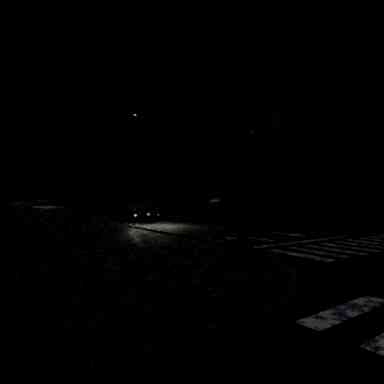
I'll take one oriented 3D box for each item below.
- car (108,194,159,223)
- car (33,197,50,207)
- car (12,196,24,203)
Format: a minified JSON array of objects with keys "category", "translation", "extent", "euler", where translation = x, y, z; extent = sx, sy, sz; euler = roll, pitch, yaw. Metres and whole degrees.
[{"category":"car","translation":[-4.677,1.209,25.788],"extent":[2.150,2.045,5.566],"euler":[1,0,-36]},{"category":"car","translation":[-23.674,1.503,52.264],"extent":[1.812,1.442,4.674],"euler":[1,0,-36]},{"category":"car","translation":[-37.154,1.520,71.054],"extent":[1.812,1.442,4.674],"euler":[1,-1,-36]}]
